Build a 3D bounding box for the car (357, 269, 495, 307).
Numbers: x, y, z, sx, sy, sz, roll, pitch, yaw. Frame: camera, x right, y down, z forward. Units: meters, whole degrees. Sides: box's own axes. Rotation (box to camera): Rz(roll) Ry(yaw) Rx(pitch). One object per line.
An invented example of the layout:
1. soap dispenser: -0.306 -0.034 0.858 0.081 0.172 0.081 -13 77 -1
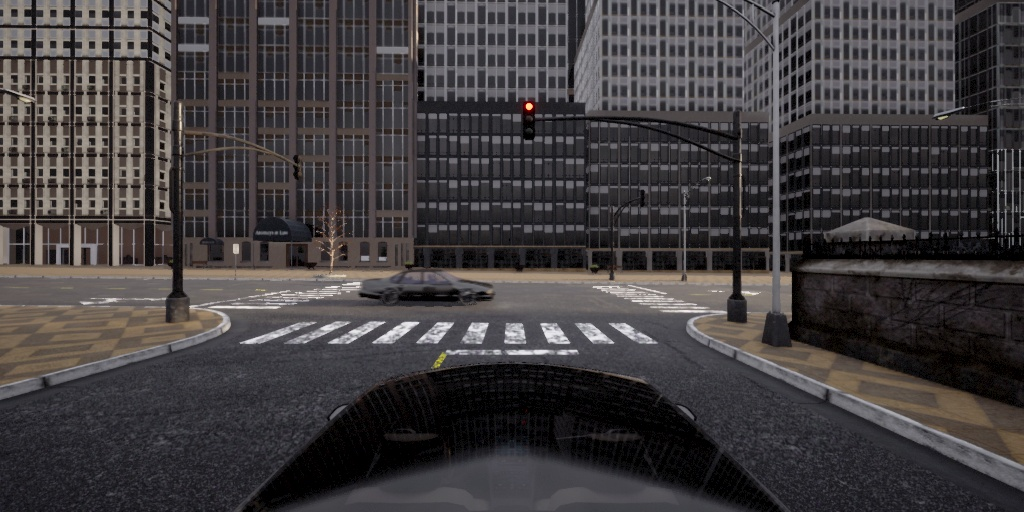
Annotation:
1. car: -3.398 1.264 14.758 5.357 1.411 2.033 1 0 -1
